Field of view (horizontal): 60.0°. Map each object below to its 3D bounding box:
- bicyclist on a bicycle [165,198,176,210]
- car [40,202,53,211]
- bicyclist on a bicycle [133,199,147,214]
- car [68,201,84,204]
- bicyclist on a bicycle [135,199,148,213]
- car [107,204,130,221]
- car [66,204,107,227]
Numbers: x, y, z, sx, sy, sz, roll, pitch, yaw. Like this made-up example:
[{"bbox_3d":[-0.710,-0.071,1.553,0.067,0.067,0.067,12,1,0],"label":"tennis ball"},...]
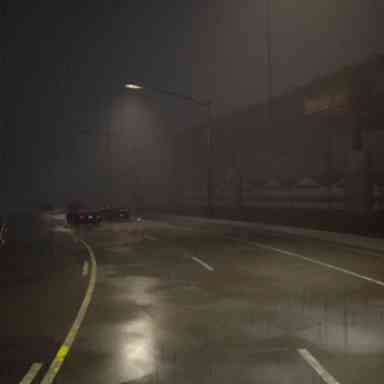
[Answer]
[{"bbox_3d":[-2.925,1.704,45.588,1.656,1.620,0.582,-1,0,16],"label":"bicyclist on a bicycle"},{"bbox_3d":[-24.182,2.431,55.257,1.812,1.442,4.674,-1,0,-28],"label":"car"},{"bbox_3d":[-6.266,1.804,39.739,1.656,1.620,0.582,-9,4,-19],"label":"bicyclist on a bicycle"},{"bbox_3d":[-17.492,2.083,50.188,2.097,1.767,4.553,-1,-1,-28],"label":"car"},{"bbox_3d":[-6.165,1.732,40.699,0.582,1.620,1.656,-1,0,36],"label":"bicyclist on a bicycle"},{"bbox_3d":[-7.293,1.875,31.183,2.128,1.511,4.902,-1,0,-28],"label":"car"},{"bbox_3d":[-8.688,1.924,26.561,2.033,1.411,5.357,-1,0,-29],"label":"car"}]
